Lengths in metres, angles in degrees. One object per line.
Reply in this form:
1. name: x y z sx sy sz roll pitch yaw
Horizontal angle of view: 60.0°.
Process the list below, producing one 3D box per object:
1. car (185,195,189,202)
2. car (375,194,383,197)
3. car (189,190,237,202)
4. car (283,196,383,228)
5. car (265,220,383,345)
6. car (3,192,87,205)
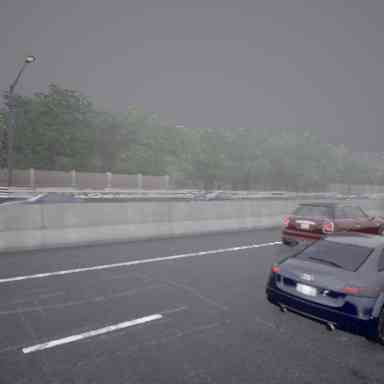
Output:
1. car: 1.526 0.606 35.877 4.892 1.490 1.837 1 1 -37
2. car: 31.490 1.117 54.623 4.892 1.490 1.837 0 2 -37
3. car: 2.367 0.744 32.128 4.674 1.442 1.812 1 2 -37
4. car: 5.438 1.168 12.350 4.553 1.767 2.097 1 2 -38
5. car: 3.337 1.478 6.316 4.181 1.385 1.994 0 2 -38
6. car: -8.426 0.758 19.423 4.674 1.442 1.812 1 2 -37
